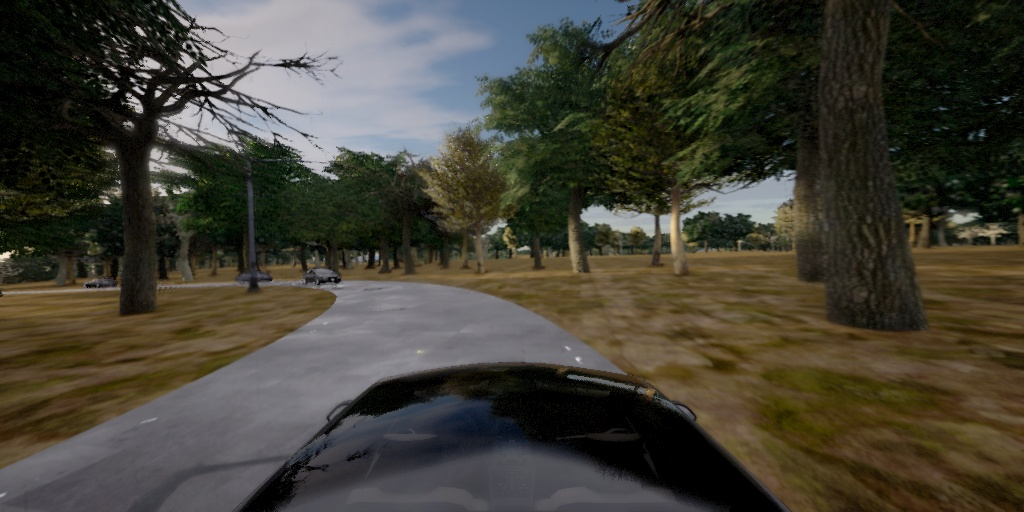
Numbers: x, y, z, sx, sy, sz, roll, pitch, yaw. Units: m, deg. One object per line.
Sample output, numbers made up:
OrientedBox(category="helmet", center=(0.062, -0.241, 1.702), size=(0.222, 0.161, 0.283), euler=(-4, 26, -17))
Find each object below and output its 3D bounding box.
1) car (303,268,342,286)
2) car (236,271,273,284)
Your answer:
OrientedBox(category="car", center=(-16.808, 1.808, 31.607), size=(4.892, 1.490, 1.837), euler=(-3, -1, 41))
OrientedBox(category="car", center=(-31.469, 2.566, 43.720), size=(4.181, 1.385, 1.994), euler=(-3, 0, 18))
